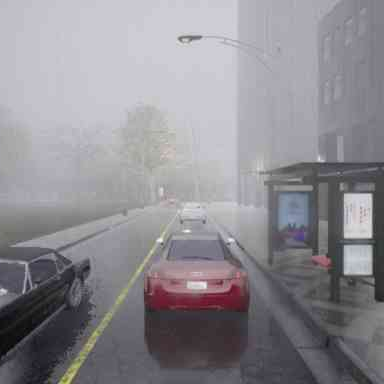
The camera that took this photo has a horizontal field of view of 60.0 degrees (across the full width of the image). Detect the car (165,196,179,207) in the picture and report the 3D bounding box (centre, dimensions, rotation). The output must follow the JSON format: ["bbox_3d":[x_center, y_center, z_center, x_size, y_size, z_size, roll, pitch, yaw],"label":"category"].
[{"bbox_3d":[-3.101,1.413,53.430,2.097,1.767,4.553,0,0,0],"label":"car"}]

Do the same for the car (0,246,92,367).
[{"bbox_3d":[-3.110,1.604,5.011,1.895,1.301,4.718,0,0,0],"label":"car"}]

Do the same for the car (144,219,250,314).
[{"bbox_3d":[0.086,1.572,7.704,1.994,1.385,4.181,0,0,0],"label":"car"}]

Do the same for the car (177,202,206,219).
[{"bbox_3d":[0.055,1.563,25.036,1.812,1.442,4.674,0,0,0],"label":"car"}]
